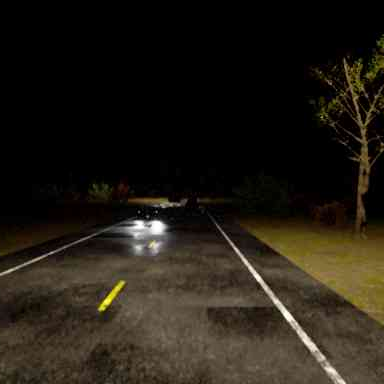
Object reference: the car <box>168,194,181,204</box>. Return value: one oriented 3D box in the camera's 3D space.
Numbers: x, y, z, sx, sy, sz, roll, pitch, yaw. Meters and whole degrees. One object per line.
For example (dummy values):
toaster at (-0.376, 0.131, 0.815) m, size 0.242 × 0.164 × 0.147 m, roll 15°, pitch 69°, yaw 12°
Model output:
car at (-3.497, 1.391, 66.831) m, size 2.150 × 2.045 × 5.566 m, roll 0°, pitch 0°, yaw 0°

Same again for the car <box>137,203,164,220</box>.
car at (-3.598, 1.681, 29.260) m, size 1.895 × 1.301 × 4.718 m, roll 0°, pitch 0°, yaw 0°

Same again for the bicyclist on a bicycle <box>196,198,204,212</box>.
bicyclist on a bicycle at (0.949, 1.545, 39.802) m, size 0.866 × 1.612 × 1.509 m, roll 0°, pitch 0°, yaw 0°

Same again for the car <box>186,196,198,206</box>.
car at (0.052, 1.720, 57.936) m, size 1.994 × 1.385 × 4.181 m, roll 0°, pitch 0°, yaw 0°

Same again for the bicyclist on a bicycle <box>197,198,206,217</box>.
bicyclist on a bicycle at (0.964, 1.454, 30.440) m, size 0.659 × 1.776 × 1.843 m, roll 0°, pitch 0°, yaw 0°

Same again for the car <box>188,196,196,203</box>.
car at (0.004, 1.702, 74.782) m, size 1.837 × 1.490 × 4.892 m, roll 0°, pitch 0°, yaw 0°
